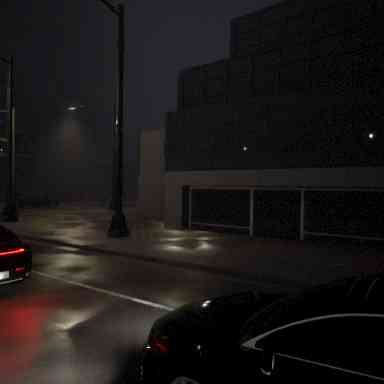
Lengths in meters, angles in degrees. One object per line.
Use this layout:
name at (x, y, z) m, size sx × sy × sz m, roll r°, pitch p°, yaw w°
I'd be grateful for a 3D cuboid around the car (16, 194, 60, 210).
car at (-16.422, 1.037, 34.976) m, size 1.837 × 1.490 × 4.892 m, roll 1°, pitch 1°, yaw 36°

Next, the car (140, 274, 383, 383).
car at (1.703, 1.503, 2.780) m, size 4.892 × 1.490 × 1.837 m, roll 0°, pitch 0°, yaw 36°

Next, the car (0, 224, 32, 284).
car at (-5.826, 1.415, 8.121) m, size 4.892 × 1.490 × 1.837 m, roll 1°, pitch 0°, yaw 35°
